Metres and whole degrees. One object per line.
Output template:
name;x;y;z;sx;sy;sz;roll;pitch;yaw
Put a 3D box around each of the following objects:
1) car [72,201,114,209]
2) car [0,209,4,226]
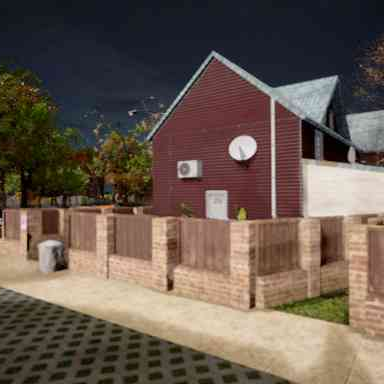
car;-9.478;1.631;31.330;2.097;1.767;4.553;-1;-1;35
car;-15.083;1.772;23.436;1.812;1.442;4.674;-1;-1;35
